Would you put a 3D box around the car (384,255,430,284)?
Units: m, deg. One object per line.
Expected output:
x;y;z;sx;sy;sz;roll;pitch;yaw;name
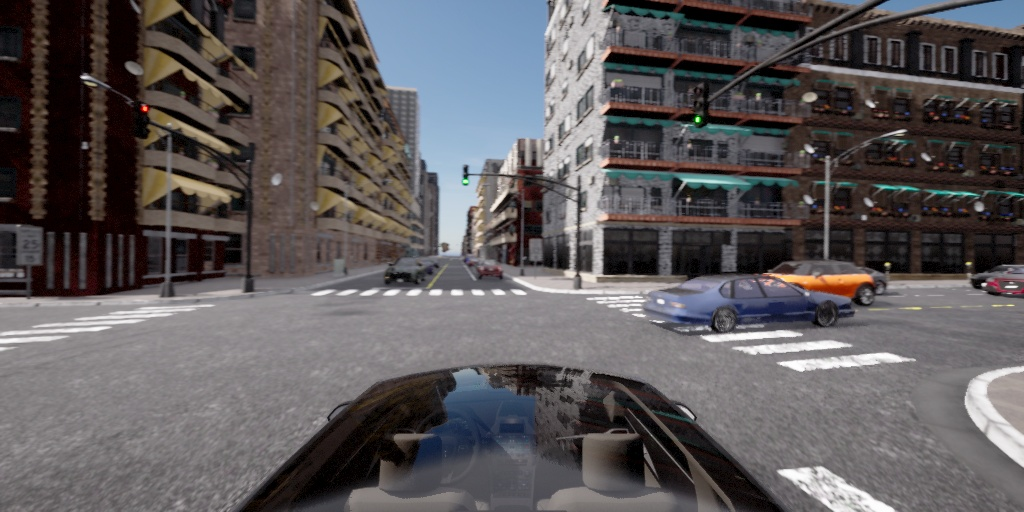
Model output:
-6.974;0.881;23.768;2.097;1.767;4.553;1;0;-7;car

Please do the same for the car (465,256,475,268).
-5.322;0.991;51.079;1.802;1.307;4.207;0;0;-9;car

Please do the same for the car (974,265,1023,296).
23.621;1.141;15.861;4.181;1.385;1.994;0;0;-9;car

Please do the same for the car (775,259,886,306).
11.244;0.963;13.904;4.553;1.767;2.097;0;0;-8;car

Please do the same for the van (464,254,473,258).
-7.031;0.669;62.014;1.690;1.789;3.998;0;0;-9;van

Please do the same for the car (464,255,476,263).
-6.177;0.950;56.546;1.802;1.307;4.207;0;0;-9;car

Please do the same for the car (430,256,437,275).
-8.454;0.807;33.702;2.097;1.767;4.553;1;0;-9;car

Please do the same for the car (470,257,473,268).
-2.760;1.082;34.675;2.007;1.370;4.403;0;0;-9;car

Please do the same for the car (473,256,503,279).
-1.906;1.013;29.208;1.967;1.591;4.097;0;0;-9;car

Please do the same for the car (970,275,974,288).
26.920;1.124;19.023;4.313;1.339;1.948;0;0;-9;car

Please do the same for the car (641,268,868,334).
6.422;1.209;9.947;5.357;1.411;2.033;-1;0;-9;car

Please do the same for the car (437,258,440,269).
-10.548;0.857;47.197;1.837;1.490;4.892;1;1;-8;car
